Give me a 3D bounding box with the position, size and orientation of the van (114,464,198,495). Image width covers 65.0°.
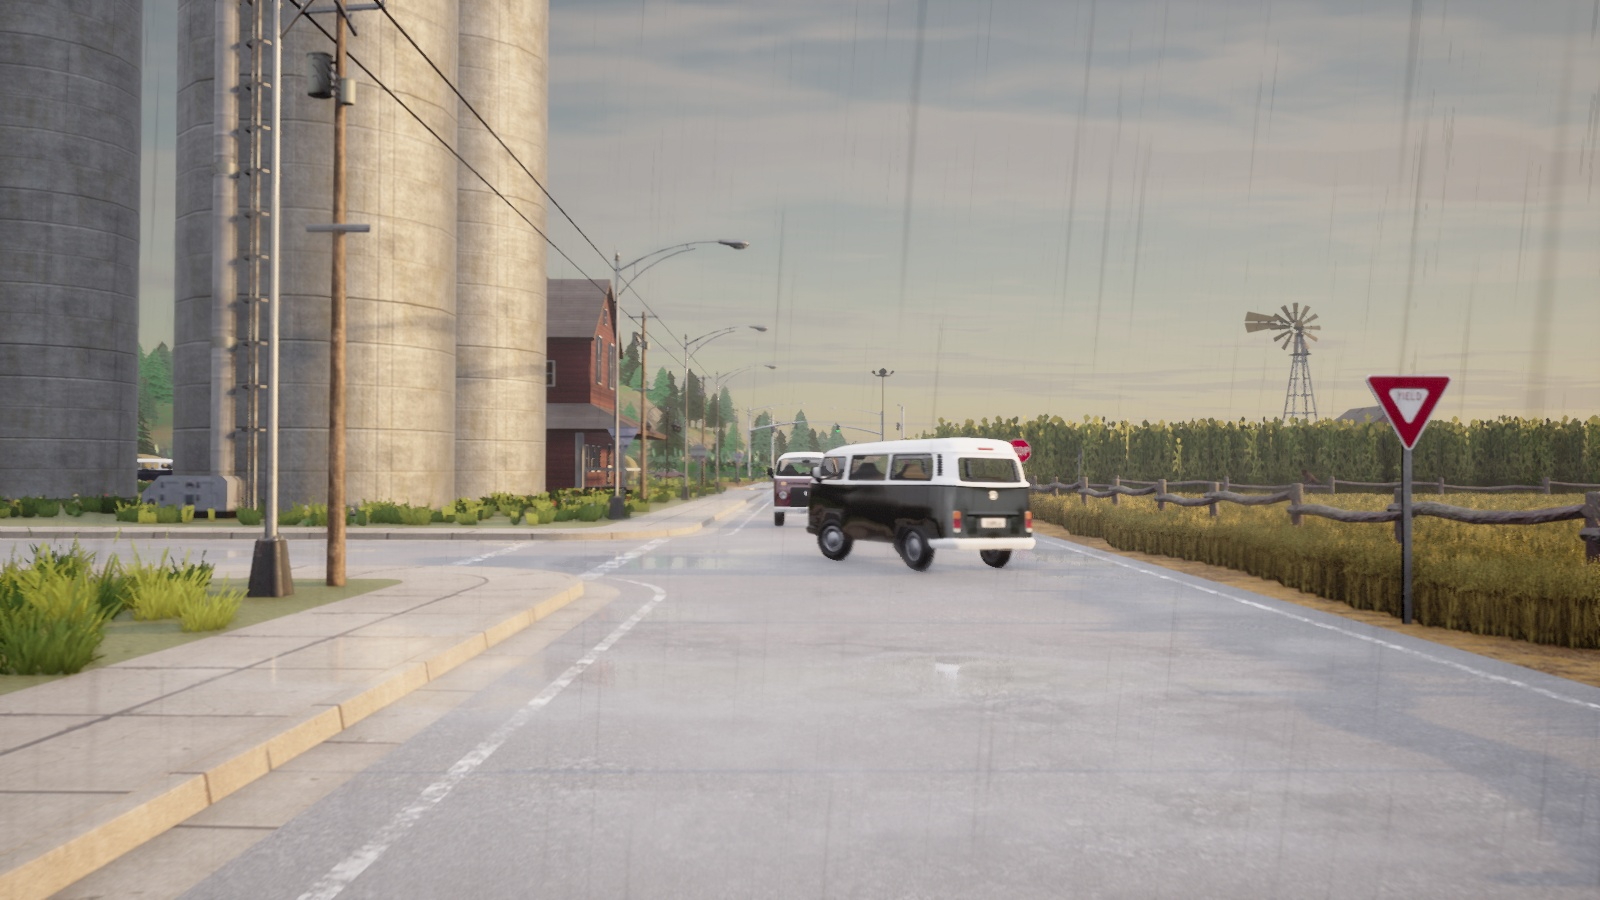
[{"bbox_3d":[-42.730,1.933,83.364,4.480,2.038,2.069,0,-1,0],"label":"van"}]

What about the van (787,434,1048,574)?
[{"bbox_3d":[1.796,0.840,20.748,2.069,2.038,4.480,1,-2,-30],"label":"van"}]

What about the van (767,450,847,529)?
[{"bbox_3d":[0.200,1.058,34.754,2.069,2.038,4.480,0,-1,1],"label":"van"}]
